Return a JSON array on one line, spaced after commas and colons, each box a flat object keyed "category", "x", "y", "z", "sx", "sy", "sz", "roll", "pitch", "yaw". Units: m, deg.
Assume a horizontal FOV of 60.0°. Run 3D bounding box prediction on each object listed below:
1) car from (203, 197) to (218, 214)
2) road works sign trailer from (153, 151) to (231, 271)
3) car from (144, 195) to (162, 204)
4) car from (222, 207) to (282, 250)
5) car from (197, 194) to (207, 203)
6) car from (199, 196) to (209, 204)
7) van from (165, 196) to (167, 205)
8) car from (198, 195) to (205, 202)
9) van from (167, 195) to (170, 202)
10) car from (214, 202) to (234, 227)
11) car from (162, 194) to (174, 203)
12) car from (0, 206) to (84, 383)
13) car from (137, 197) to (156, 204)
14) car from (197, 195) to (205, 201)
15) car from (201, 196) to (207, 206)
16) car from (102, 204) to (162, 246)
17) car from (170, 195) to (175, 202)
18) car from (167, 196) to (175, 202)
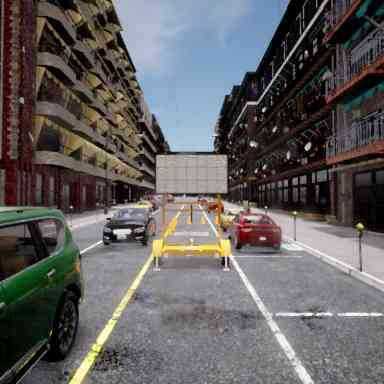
[{"category": "car", "x": 2.541, "y": 1.608, "z": 36.425, "sx": 1.887, "sy": 1.381, "sz": 4.507, "roll": 1, "pitch": 0, "yaw": 0}, {"category": "road works sign trailer", "x": -0.012, "y": 0.475, "z": 10.965, "sx": 2.380, "sy": 3.560, "sz": 2.880, "roll": 0, "pitch": 0, "yaw": 0}, {"category": "car", "x": -5.340, "y": 1.392, "z": 42.010, "sx": 2.192, "sy": 1.841, "sz": 5.009, "roll": 2, "pitch": 0, "yaw": 0}, {"category": "car", "x": 2.569, "y": 1.561, "z": 14.302, "sx": 1.887, "sy": 1.381, "sz": 4.507, "roll": 1, "pitch": 0, "yaw": 0}, {"category": "car", "x": 2.456, "y": 1.541, "z": 80.673, "sx": 2.192, "sy": 1.841, "sz": 5.009, "roll": 1, "pitch": 0, "yaw": 0}, {"category": "car", "x": 2.509, "y": 1.616, "z": 69.610, "sx": 1.967, "sy": 1.590, "sz": 4.097, "roll": 1, "pitch": 0, "yaw": 0}, {"category": "van", "x": -5.355, "y": 1.452, "z": 53.069, "sx": 1.690, "sy": 1.788, "sz": 3.998, "roll": 2, "pitch": 0, "yaw": 0}, {"category": "car", "x": 2.513, "y": 1.676, "z": 58.548, "sx": 1.887, "sy": 1.381, "sz": 4.507, "roll": 1, "pitch": 0, "yaw": 0}, {"category": "van", "x": -5.362, "y": 1.472, "z": 58.601, "sx": 1.690, "sy": 1.788, "sz": 3.998, "roll": 1, "pitch": 0, "yaw": 0}, {"category": "car", "x": 2.562, "y": 1.551, "z": 20.004, "sx": 1.752, "sy": 1.417, "sz": 4.829, "roll": 1, "pitch": 0, "yaw": 0}, {"category": "car", "x": -5.383, "y": 1.516, "z": 75.191, "sx": 2.192, "sy": 1.841, "sz": 5.009, "roll": 1, "pitch": 0, "yaw": 0}, {"category": "car", "x": -2.745, "y": 1.224, "z": 3.005, "sx": 2.150, "sy": 2.045, "sz": 5.566, "roll": 0, "pitch": 0, "yaw": 0}, {"category": "car", "x": -5.338, "y": 1.588, "z": 36.308, "sx": 1.752, "sy": 1.417, "sz": 4.829, "roll": 2, "pitch": 0, "yaw": 0}, {"category": "car", "x": 2.439, "y": 1.723, "z": 91.735, "sx": 1.967, "sy": 1.590, "sz": 4.097, "roll": 1, "pitch": 0, "yaw": 0}, {"category": "car", "x": 2.534, "y": 1.628, "z": 41.956, "sx": 2.008, "sy": 1.369, "sz": 4.403, "roll": 1, "pitch": 0, "yaw": 0}, {"category": "car", "x": -2.771, "y": 1.509, "z": 15.501, "sx": 2.128, "sy": 1.511, "sz": 4.902, "roll": 0, "pitch": 0, "yaw": 0}, {"category": "car", "x": -5.376, "y": 1.492, "z": 69.661, "sx": 2.192, "sy": 1.841, "sz": 5.009, "roll": 1, "pitch": 0, "yaw": 0}, {"category": "car", "x": -5.403, "y": 1.819, "z": 86.253, "sx": 1.947, "sy": 1.339, "sz": 4.313, "roll": 1, "pitch": 0, "yaw": 0}]
